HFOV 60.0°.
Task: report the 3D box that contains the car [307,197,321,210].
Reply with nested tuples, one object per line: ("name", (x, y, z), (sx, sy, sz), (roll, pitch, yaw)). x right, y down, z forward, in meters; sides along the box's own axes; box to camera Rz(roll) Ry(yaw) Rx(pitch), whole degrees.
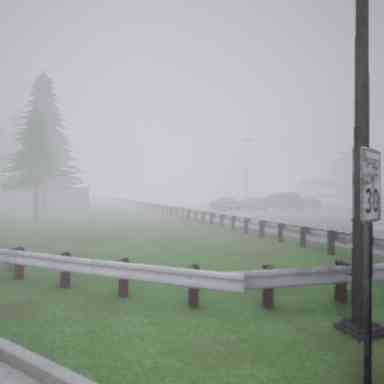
("car", (13.345, 1.358, 40.073), (2.128, 1.511, 4.902), (0, 0, -20))

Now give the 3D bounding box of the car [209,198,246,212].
("car", (3.508, 1.360, 36.407), (2.128, 1.511, 4.902), (0, 0, -20))

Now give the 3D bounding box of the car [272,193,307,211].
("car", (10.268, 1.091, 38.311), (2.150, 2.045, 5.566), (0, 0, -20))

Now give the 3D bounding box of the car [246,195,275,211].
("car", (6.786, 1.359, 37.631), (2.128, 1.511, 4.902), (0, 0, -20))
